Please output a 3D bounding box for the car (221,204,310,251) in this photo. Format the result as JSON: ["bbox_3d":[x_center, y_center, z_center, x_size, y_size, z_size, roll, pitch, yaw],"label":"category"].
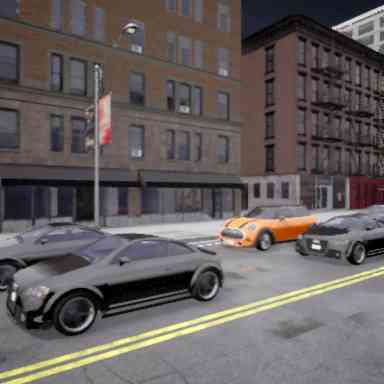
[{"bbox_3d":[3.297,1.320,14.006,4.553,1.767,2.097,0,0,-35],"label":"car"}]

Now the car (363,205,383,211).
[{"bbox_3d":[11.065,1.487,19.472,5.357,1.411,2.033,0,0,-35],"label":"car"}]

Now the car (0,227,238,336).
[{"bbox_3d":[-1.346,1.556,6.713,4.181,1.385,1.994,0,0,-36],"label":"car"}]

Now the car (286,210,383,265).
[{"bbox_3d":[5.529,1.531,11.601,4.181,1.385,1.994,0,0,-35],"label":"car"}]

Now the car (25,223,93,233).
[{"bbox_3d":[-3.743,1.558,9.001,4.181,1.385,1.994,0,0,-36],"label":"car"}]
